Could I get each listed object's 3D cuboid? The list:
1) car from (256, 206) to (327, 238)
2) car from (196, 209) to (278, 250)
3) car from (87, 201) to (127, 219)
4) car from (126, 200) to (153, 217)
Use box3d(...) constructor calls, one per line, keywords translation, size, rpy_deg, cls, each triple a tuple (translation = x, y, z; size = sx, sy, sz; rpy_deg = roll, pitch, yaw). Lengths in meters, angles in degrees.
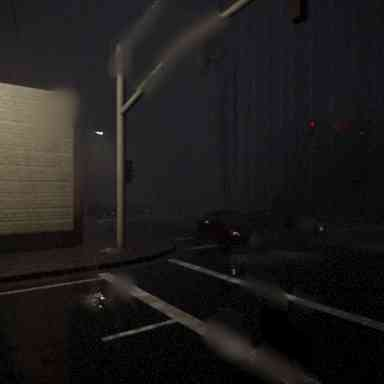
box3d(translation=(4.771, 1.525, 17.937), size=(2.128, 1.511, 4.902), rpy_deg=(0, -1, -36), cls="car")
box3d(translation=(1.581, 1.559, 14.719), size=(1.812, 1.442, 4.674), rpy_deg=(0, -1, -19), cls="car")
box3d(translation=(-7.814, 1.610, 29.529), size=(1.994, 1.385, 4.181), rpy_deg=(0, 0, -35), cls="car")
box3d(translation=(-5.532, 1.535, 32.356), size=(2.128, 1.511, 4.902), rpy_deg=(0, 0, -35), cls="car")
